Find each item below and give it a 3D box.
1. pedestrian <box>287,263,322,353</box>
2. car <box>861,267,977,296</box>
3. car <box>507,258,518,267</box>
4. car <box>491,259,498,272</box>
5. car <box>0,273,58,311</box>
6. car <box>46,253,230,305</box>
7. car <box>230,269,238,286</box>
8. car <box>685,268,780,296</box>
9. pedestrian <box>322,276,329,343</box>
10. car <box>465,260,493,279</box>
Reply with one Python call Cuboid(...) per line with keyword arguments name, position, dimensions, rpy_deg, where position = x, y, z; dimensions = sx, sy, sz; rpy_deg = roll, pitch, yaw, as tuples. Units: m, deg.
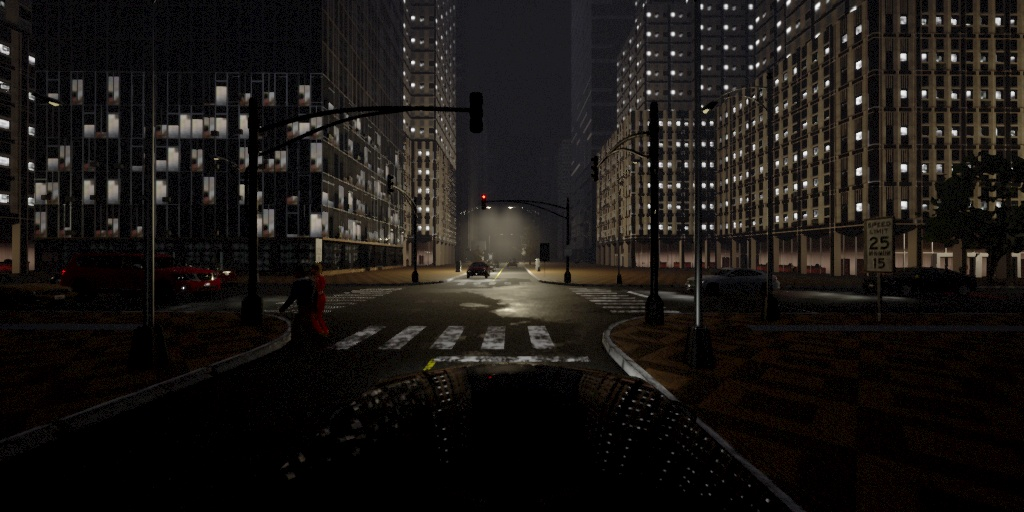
Cuboid(name="pedestrian", position=(-4.258, 1.044, 7.373), dimensions=(0.375, 1.860, 0.375), rpy_deg=(0, 0, 0))
Cuboid(name="car", position=(22.073, 1.342, 19.568), dimensions=(5.008, 1.535, 1.882), rpy_deg=(0, 0, -1))
Cuboid(name="car", position=(0.061, 1.291, 63.432), dimensions=(2.033, 1.411, 5.357), rpy_deg=(0, 0, 0))
Cuboid(name="car", position=(-3.049, 1.252, 44.985), dimensions=(1.837, 1.490, 4.892), rpy_deg=(0, 0, 0))
Cuboid(name="car", position=(-18.888, 1.165, 13.018), dimensions=(4.829, 1.417, 1.751), rpy_deg=(0, 0, -1))
Cuboid(name="car", position=(-16.195, 0.889, 15.782), dimensions=(5.566, 2.045, 2.150), rpy_deg=(0, 0, -1))
Cuboid(name="car", position=(-19.190, 1.112, 21.654), dimensions=(4.097, 1.591, 1.967), rpy_deg=(0, 0, -1))
Cuboid(name="car", position=(11.892, 1.345, 19.437), dimensions=(4.674, 1.442, 1.812), rpy_deg=(0, 0, -2))
Cuboid(name="pedestrian", position=(-4.639, 1.041, 8.569), dimensions=(0.375, 1.860, 0.375), rpy_deg=(0, 0, 0))
Cuboid(name="car", position=(-3.063, 1.275, 33.297), dimensions=(1.812, 1.442, 4.674), rpy_deg=(0, 0, 0))
